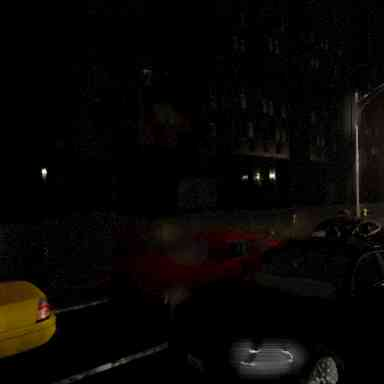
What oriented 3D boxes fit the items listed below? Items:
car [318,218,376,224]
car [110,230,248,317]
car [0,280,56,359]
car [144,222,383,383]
[{"bbox_3d":[4.880,1.558,10.783,4.313,1.339,1.947,0,0,-39],"label":"car"},{"bbox_3d":[0.460,1.566,7.219,4.507,1.381,1.887,0,0,-39],"label":"car"},{"bbox_3d":[-4.091,1.577,3.548,4.829,1.417,1.752,0,0,-39],"label":"car"},{"bbox_3d":[1.970,1.478,5.015,5.008,1.535,1.882,0,0,-39],"label":"car"}]
